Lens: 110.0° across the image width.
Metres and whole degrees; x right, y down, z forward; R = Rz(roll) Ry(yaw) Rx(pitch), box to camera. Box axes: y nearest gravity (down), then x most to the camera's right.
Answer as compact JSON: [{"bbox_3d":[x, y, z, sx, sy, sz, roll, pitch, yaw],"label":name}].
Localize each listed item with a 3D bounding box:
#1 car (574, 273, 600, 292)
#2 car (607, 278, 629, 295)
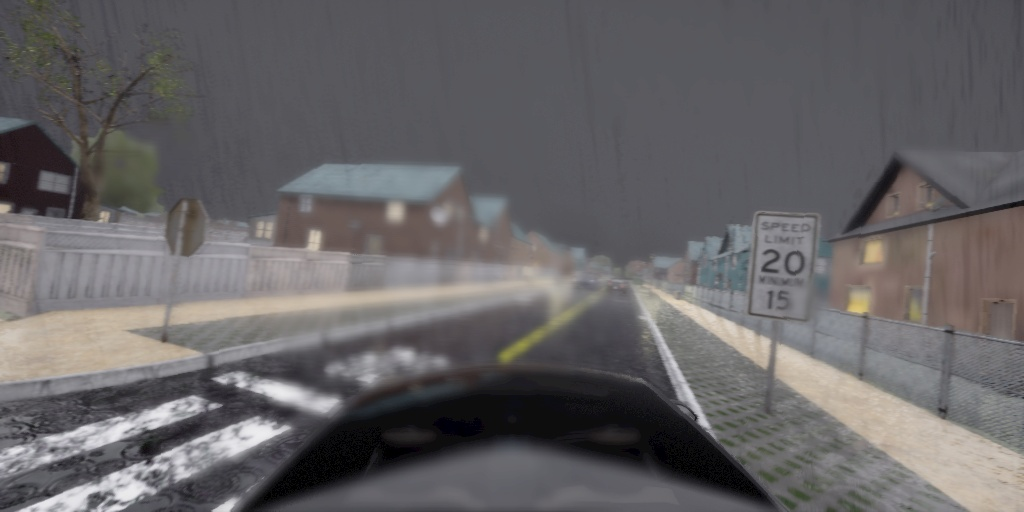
[{"bbox_3d":[7.393,2.474,34.938,2.097,1.767,4.553,6,-1,19],"label":"car"},{"bbox_3d":[10.928,3.082,36.677,1.812,1.442,4.674,6,-1,19],"label":"car"}]
